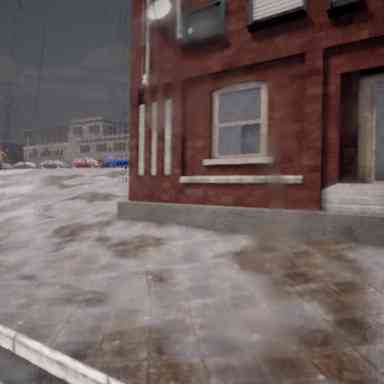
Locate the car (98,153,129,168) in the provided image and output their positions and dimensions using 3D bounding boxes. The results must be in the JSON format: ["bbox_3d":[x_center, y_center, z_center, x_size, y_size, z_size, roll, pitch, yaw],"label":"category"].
[{"bbox_3d":[-7.446,-3.349,38.115,5.566,2.045,2.435,2,1,25],"label":"car"}]

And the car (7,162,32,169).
[{"bbox_3d":[-22.462,-3.424,45.351,4.674,1.452,2.002,1,1,28],"label":"car"}]

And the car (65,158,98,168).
[{"bbox_3d":[-12.548,-3.367,40.453,4.553,1.767,2.185,1,1,26],"label":"car"}]

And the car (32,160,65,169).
[{"bbox_3d":[-17.629,-3.363,42.895,4.892,1.521,2.231,1,1,27],"label":"car"}]

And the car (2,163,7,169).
[{"bbox_3d":[-27.326,-3.535,47.957,4.792,1.488,2.163,1,1,29],"label":"car"}]
